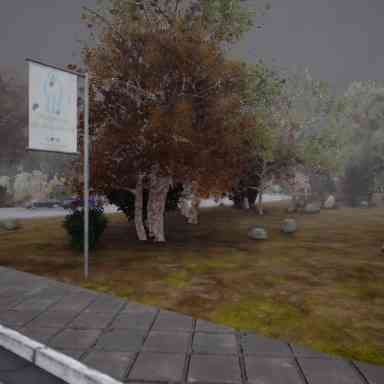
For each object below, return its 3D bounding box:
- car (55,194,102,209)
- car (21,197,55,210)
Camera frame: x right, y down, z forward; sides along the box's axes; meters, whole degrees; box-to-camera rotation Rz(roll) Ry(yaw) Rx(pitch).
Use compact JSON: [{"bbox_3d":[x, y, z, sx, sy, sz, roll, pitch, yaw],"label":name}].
[{"bbox_3d":[-14.482,1.202,43.564,2.150,2.045,5.566,0,0,38],"label":"car"},{"bbox_3d":[-19.446,1.494,42.933,1.837,1.490,4.892,0,0,38],"label":"car"}]
